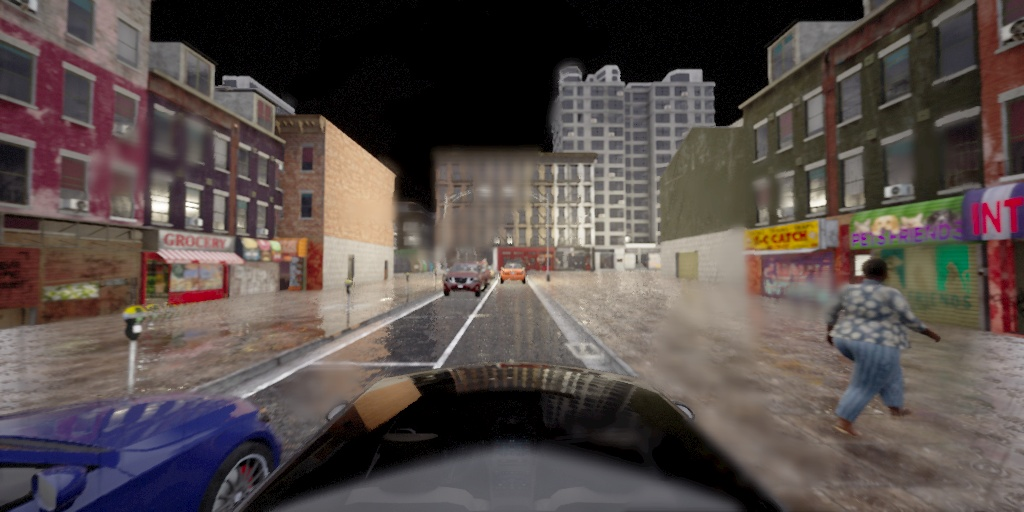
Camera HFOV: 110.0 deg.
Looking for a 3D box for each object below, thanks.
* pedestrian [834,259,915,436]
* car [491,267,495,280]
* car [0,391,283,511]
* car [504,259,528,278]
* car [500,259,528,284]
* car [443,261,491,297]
[{"bbox_3d":[3.820,0.913,3.787,0.375,1.860,0.375,-1,-2,0],"label":"pedestrian"},{"bbox_3d":[-2.637,1.310,26.289,2.192,1.841,5.009,0,0,0],"label":"car"},{"bbox_3d":[-2.750,1.269,0.925,1.812,1.442,4.674,0,-1,0],"label":"car"},{"bbox_3d":[0.558,1.377,42.916,2.150,2.045,5.566,0,0,9],"label":"car"},{"bbox_3d":[0.087,1.397,31.134,2.097,1.767,4.553,0,-1,0],"label":"car"},{"bbox_3d":[-2.637,1.253,20.757,2.192,1.841,5.009,0,0,0],"label":"car"}]
